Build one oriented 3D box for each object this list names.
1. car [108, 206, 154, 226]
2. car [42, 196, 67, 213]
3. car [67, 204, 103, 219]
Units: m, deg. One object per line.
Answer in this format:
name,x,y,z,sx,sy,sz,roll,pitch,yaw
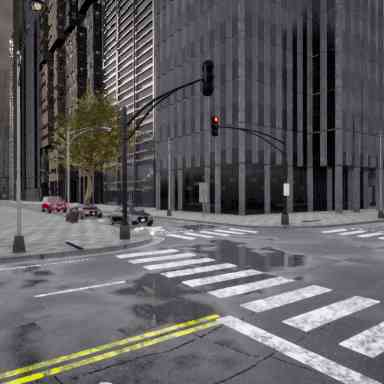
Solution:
car,-4.454,1.728,23.983,1.994,1.385,4.181,0,0,-35
car,-17.646,1.598,42.563,2.150,2.045,5.566,0,0,-36
car,-10.174,1.816,32.019,1.994,1.385,4.181,0,0,-36
